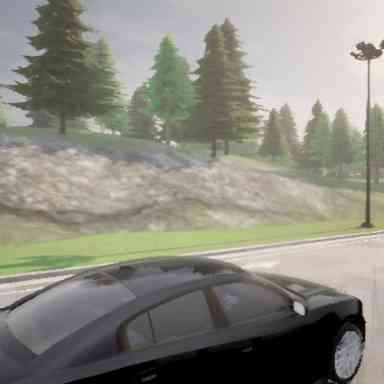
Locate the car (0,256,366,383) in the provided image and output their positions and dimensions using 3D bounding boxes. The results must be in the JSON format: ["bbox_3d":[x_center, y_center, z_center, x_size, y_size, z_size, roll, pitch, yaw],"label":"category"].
[{"bbox_3d":[0.013,1.498,3.757,5.008,1.535,1.882,1,0,-36],"label":"car"}]
